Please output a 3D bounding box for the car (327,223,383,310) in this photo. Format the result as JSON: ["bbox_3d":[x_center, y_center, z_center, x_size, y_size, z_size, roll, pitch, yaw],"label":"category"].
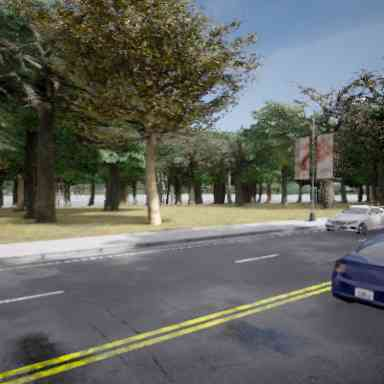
[{"bbox_3d":[4.698,1.495,6.791,4.674,1.442,1.812,0,0,-35],"label":"car"}]

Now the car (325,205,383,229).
[{"bbox_3d":[9.287,1.463,18.286,4.674,1.442,1.812,0,0,-35],"label":"car"}]
